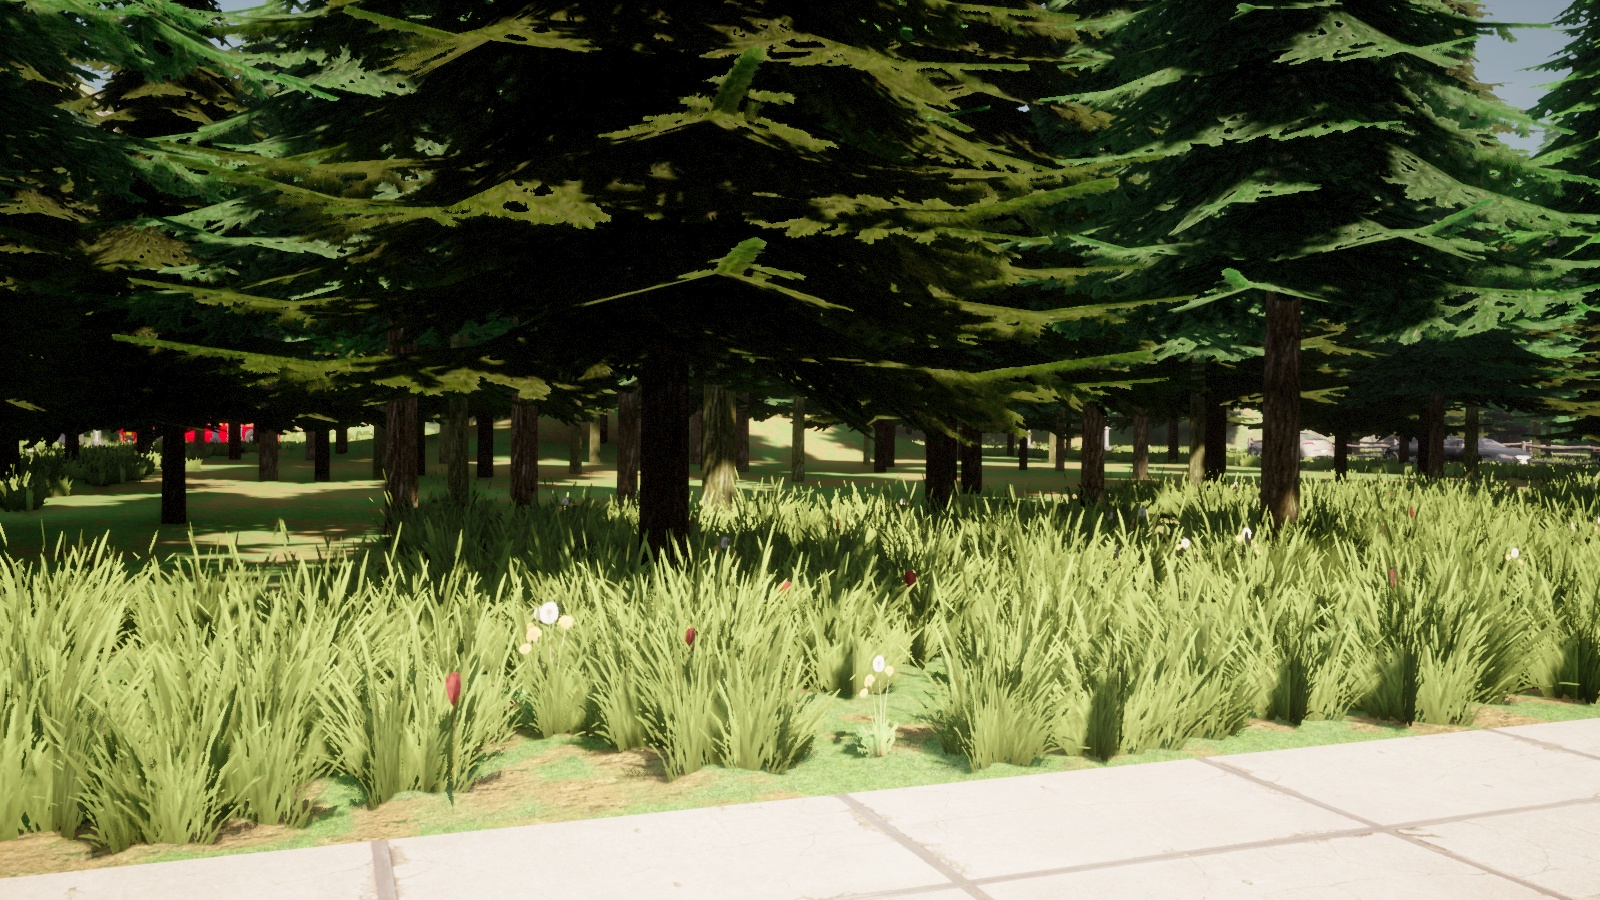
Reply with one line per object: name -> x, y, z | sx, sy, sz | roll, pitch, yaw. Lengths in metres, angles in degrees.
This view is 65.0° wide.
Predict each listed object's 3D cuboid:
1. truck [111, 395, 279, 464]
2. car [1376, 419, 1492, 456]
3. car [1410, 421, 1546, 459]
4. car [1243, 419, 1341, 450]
truck -> -35.417, -1.213, 73.895 | 2.891, 3.827, 8.468 | 0, 1, 37
car -> 29.944, -0.590, 59.509 | 2.033, 1.649, 4.856 | -1, 1, -20
car -> 28.527, -0.444, 53.055 | 2.128, 1.511, 4.902 | -1, 1, -20
car -> 26.747, -0.852, 68.436 | 2.152, 1.651, 5.027 | -1, 1, -20
